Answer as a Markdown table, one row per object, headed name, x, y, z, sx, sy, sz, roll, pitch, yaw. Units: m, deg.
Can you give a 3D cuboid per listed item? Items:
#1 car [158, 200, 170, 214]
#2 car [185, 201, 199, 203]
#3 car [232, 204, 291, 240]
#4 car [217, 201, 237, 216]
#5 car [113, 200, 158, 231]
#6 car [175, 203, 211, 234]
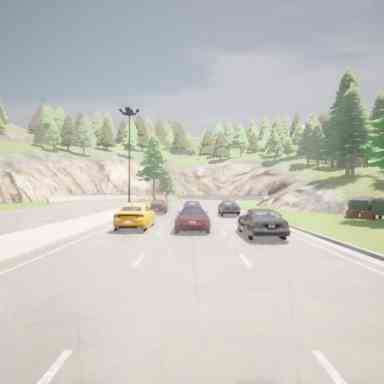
| name | x | y | z | sx | sy | sz | roll | pitch | yaw |
| --- | --- | --- | --- | --- | --- | --- | --- | --- | --- |
| car | -3.450 | 1.525 | 34.897 | 1.812 | 1.442 | 4.674 | 0 | 0 | 1 |
| car | 0.020 | 1.548 | 32.067 | 2.033 | 1.411 | 5.357 | 0 | 0 | 0 |
| car | 3.520 | 1.548 | 17.068 | 2.033 | 1.411 | 5.357 | 0 | 0 | 0 |
| car | 3.522 | 1.548 | 32.111 | 2.033 | 1.411 | 5.357 | 0 | 0 | 0 |
| car | -3.447 | 1.477 | 20.400 | 1.882 | 1.535 | 5.008 | 0 | 0 | 0 |
| car | 0.046 | 1.565 | 19.365 | 1.994 | 1.385 | 4.181 | 0 | 0 | 1 |
